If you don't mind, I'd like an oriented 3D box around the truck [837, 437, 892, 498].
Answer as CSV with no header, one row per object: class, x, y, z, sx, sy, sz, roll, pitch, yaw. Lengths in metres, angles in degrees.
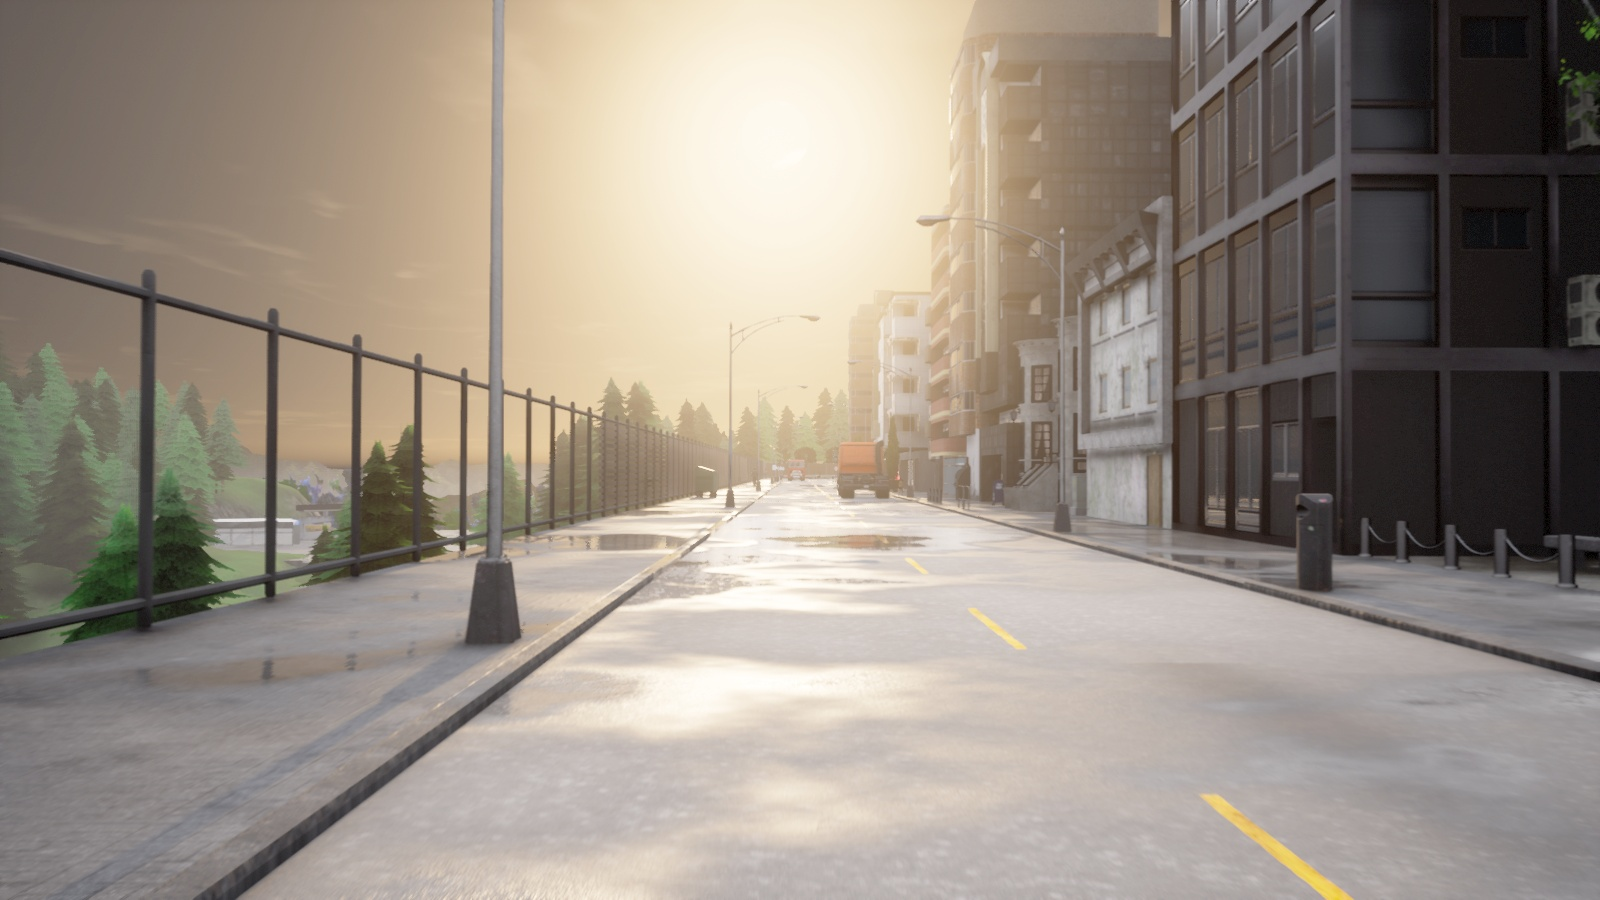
truck,3.783,1.085,75.704,2.891,3.462,7.936,0,-1,0
